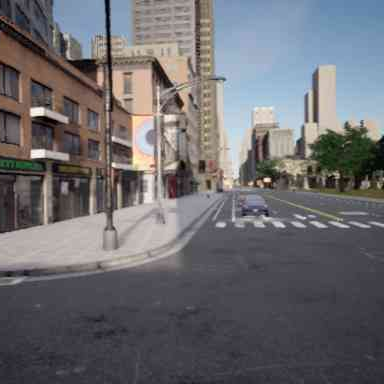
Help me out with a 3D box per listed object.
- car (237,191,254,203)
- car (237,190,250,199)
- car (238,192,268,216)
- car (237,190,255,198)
[{"bbox_3d":[6.893,0.602,42.899,1.994,1.385,4.181,-1,1,7],"label":"car"},{"bbox_3d":[8.224,0.424,52.942,1.895,1.301,4.718,-1,1,7],"label":"car"},{"bbox_3d":[4.619,0.948,24.942,1.812,1.442,4.674,-1,1,7],"label":"car"},{"bbox_3d":[5.756,0.582,33.917,2.097,1.767,4.553,-1,1,7],"label":"car"}]
